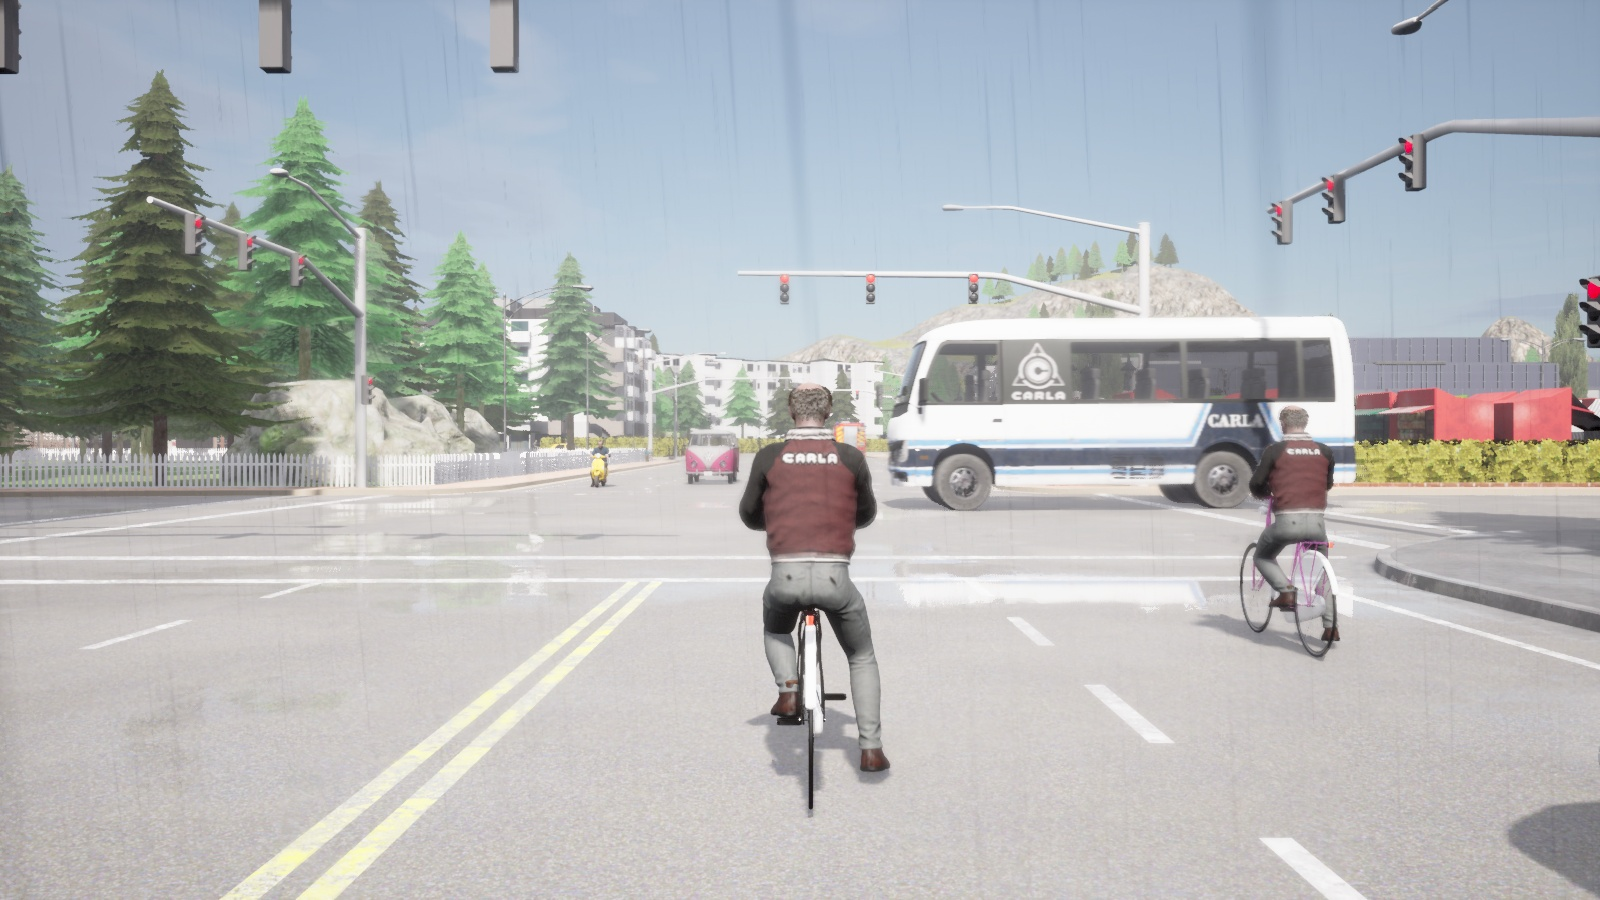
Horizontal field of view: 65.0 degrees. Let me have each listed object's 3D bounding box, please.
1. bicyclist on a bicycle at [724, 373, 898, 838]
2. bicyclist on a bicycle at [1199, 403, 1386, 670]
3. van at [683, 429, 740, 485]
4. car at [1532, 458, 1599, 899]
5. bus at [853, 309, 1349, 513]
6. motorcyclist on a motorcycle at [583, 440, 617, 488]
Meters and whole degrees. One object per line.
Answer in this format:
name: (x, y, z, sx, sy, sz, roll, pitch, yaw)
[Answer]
bicyclist on a bicycle: (0.046, 0.585, 5.708, 0.659, 1.776, 1.843, 0, 1, 0)
bicyclist on a bicycle: (3.564, 0.568, 9.269, 0.659, 1.776, 1.843, 0, 1, 0)
van: (-3.237, 0.233, 46.760, 1.775, 1.987, 4.442, 0, 0, 0)
car: (3.526, 0.763, 2.164, 1.812, 1.442, 4.674, 0, 0, 0)
bus: (6.445, -0.820, 28.509, 10.273, 4.253, 3.944, 0, 0, 0)
motorcyclist on a motorcycle: (-6.760, 0.454, 42.533, 0.866, 1.590, 1.817, 0, 0, 0)
